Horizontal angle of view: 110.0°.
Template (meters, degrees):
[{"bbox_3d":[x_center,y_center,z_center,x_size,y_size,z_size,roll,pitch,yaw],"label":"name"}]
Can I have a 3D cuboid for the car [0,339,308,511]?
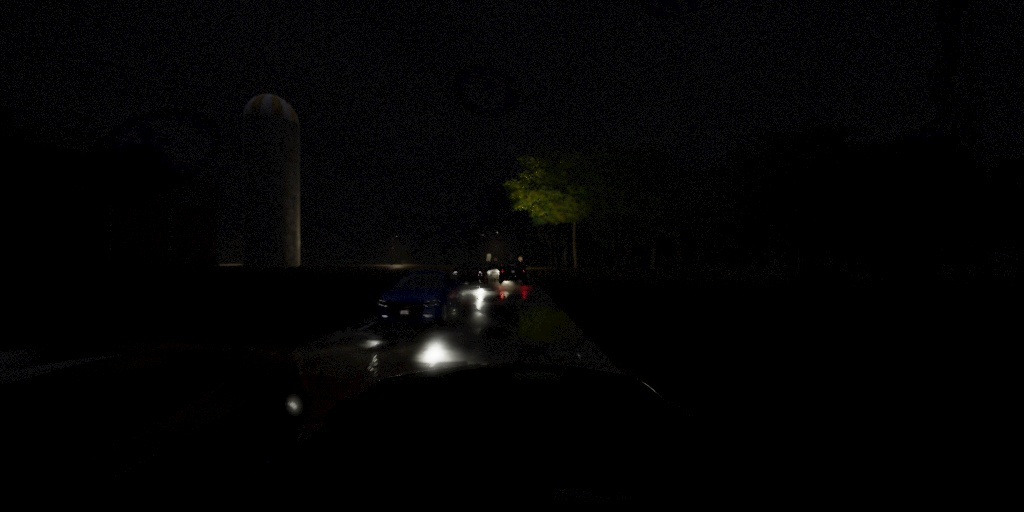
[{"bbox_3d":[-2.848,1.278,1.626,1.812,1.442,4.674,0,0,0],"label":"car"}]

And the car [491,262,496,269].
[{"bbox_3d":[-2.824,1.579,57.185,1.994,1.385,4.181,0,0,0],"label":"car"}]

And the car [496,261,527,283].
[{"bbox_3d":[0.087,1.160,28.134,2.097,1.767,4.553,0,0,0],"label":"car"}]

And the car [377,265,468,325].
[{"bbox_3d":[-2.848,1.229,12.017,1.882,1.535,5.008,0,0,0],"label":"car"}]

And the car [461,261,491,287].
[{"bbox_3d":[-2.791,1.143,24.590,2.097,1.767,4.553,0,0,0],"label":"car"}]
